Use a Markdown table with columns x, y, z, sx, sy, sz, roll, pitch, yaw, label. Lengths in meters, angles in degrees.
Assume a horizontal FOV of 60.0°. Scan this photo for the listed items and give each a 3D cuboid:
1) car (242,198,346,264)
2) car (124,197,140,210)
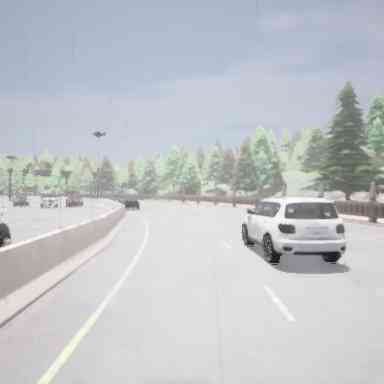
| x | y | z | sx | sy | sz | roll | pitch | yaw | label |
| --- | --- | --- | --- | --- | --- | --- | --- | --- | --- |
| 3.338 | 1.206 | 11.979 | 2.150 | 2.045 | 5.566 | 0 | 0 | -3 | car |
| -7.904 | 1.451 | 42.577 | 1.837 | 1.490 | 4.892 | 0 | 0 | -21 | car |
